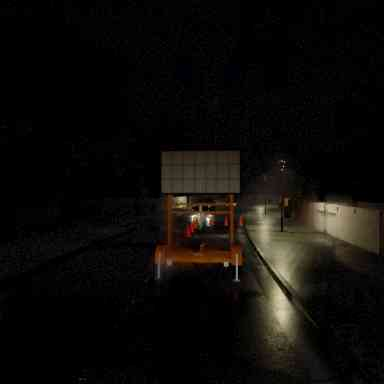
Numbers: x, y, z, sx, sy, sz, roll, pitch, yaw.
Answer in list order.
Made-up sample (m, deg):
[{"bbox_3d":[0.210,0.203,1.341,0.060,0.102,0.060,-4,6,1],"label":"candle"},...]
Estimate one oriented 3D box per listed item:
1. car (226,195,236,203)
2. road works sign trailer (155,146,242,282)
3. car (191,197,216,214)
[{"bbox_3d":[8.367,1.523,71.899,2.097,1.767,4.553,0,0,6],"label":"car"},{"bbox_3d":[0.266,0.471,9.872,2.380,3.560,2.880,0,0,5],"label":"road works sign trailer"},{"bbox_3d":[1.338,1.418,36.356,2.097,1.767,4.553,0,0,12],"label":"car"}]
